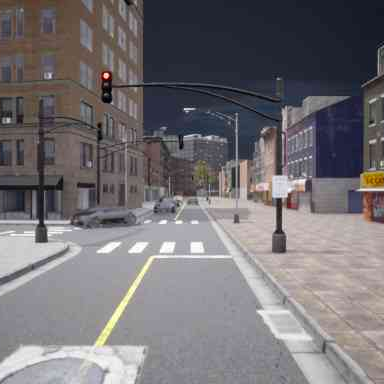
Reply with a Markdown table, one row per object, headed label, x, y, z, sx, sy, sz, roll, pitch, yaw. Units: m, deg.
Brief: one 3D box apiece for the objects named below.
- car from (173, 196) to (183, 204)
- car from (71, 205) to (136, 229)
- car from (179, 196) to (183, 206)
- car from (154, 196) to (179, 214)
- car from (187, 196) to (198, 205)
| label | x | y | z | sx | sy | sz | roll | pitch | yaw |
| --- | --- | --- | --- | --- | --- | --- | --- | --- | --- |
| car | -2.741 | 1.501 | 66.110 | 1.882 | 1.535 | 5.008 | 0 | 0 | 0 |
| car | -5.756 | 1.578 | 21.986 | 1.994 | 1.385 | 4.181 | 1 | 1 | 44 |
| car | -2.830 | 1.560 | 50.520 | 2.033 | 1.411 | 5.357 | 0 | 0 | 0 |
| car | -2.838 | 1.358 | 35.782 | 2.097 | 1.767 | 4.553 | 0 | 0 | 0 |
| car | 0.118 | 1.509 | 59.158 | 2.128 | 1.511 | 4.902 | 0 | 0 | 0 |
